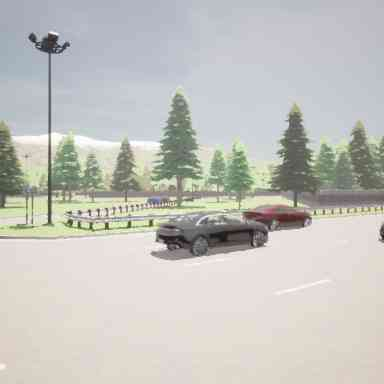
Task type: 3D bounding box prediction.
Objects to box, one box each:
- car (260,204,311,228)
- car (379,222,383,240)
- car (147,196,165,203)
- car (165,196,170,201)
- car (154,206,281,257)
[{"bbox_3d":[5.247,1.477,20.365,5.008,1.535,1.882,0,0,-35],"label":"car"},{"bbox_3d":[10.644,1.563,15.616,4.181,1.385,1.994,0,0,-35],"label":"car"},{"bbox_3d":[-6.648,1.477,59.425,1.882,1.535,5.008,0,0,5],"label":"car"},{"bbox_3d":[-5.672,1.525,69.464,1.812,1.442,4.674,0,0,5],"label":"car"},{"bbox_3d":[0.893,1.492,12.972,4.902,1.511,2.128,0,0,-35],"label":"car"}]
